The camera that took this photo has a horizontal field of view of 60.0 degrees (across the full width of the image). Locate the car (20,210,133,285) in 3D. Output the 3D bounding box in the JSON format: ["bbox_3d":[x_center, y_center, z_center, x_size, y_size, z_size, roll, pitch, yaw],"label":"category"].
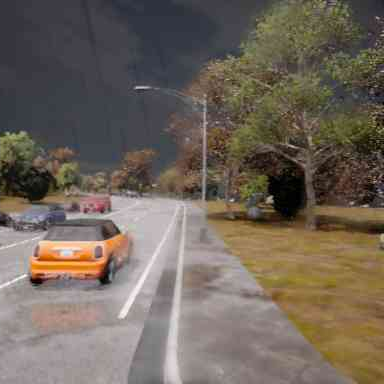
[{"bbox_3d":[-3.198,1.623,10.514,2.097,1.767,4.553,1,-1,-1],"label":"car"}]

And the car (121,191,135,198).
[{"bbox_3d":[-15.436,0.600,83.946,2.097,1.767,4.553,2,1,-31],"label":"car"}]

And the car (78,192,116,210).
[{"bbox_3d":[-10.722,1.365,38.035,2.150,2.045,5.566,1,1,-1],"label":"car"}]

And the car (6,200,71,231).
[{"bbox_3d":[-10.508,1.658,23.232,2.097,1.767,4.553,1,0,-1],"label":"car"}]

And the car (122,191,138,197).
[{"bbox_3d":[-17.332,0.526,93.305,2.128,1.511,4.902,2,0,-41],"label":"car"}]

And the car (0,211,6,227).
[{"bbox_3d":[-14.011,1.820,22.390,1.994,1.385,4.181,1,0,-2],"label":"car"}]

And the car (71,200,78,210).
[{"bbox_3d":[-14.227,1.656,38.005,1.994,1.385,4.181,1,1,-1],"label":"car"}]

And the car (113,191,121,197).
[{"bbox_3d":[-21.108,0.431,92.413,2.033,1.411,5.357,2,0,-41],"label":"car"}]

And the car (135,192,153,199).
[{"bbox_3d":[-11.769,0.912,84.516,2.033,1.411,5.357,2,1,-31],"label":"car"}]
